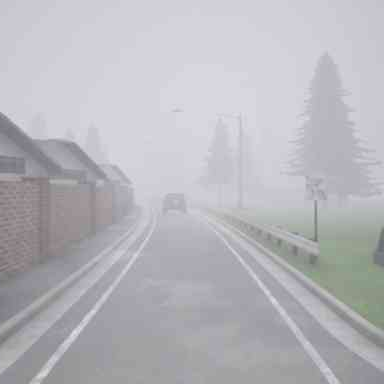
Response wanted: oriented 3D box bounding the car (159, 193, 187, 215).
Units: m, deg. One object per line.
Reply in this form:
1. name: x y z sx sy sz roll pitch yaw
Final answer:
1. car: -1.816 1.076 32.757 2.150 2.045 5.566 0 0 -7

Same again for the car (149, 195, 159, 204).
1. car: -6.190 1.245 56.251 2.128 1.511 4.902 0 0 -13
